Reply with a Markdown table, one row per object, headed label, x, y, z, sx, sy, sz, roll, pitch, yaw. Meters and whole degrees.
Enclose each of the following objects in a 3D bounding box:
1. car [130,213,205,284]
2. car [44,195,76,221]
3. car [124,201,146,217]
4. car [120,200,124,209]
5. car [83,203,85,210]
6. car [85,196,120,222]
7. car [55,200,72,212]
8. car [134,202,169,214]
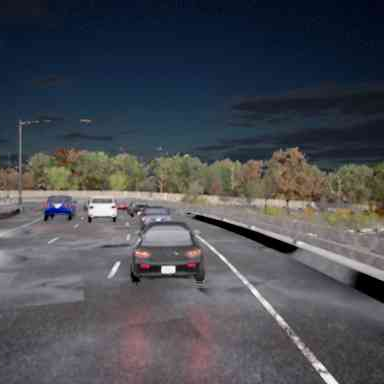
| label | x | y | z | sx | sy | sz | roll | pitch | yaw |
| --- | --- | --- | --- | --- | --- | --- | --- | --- | --- |
| car | -0.708 | 1.559 | 9.638 | 1.812 | 1.442 | 4.674 | 0 | 0 | -5 |
| car | -11.355 | 1.323 | 28.810 | 2.150 | 2.045 | 5.566 | 0 | -1 | -16 |
| car | -5.232 | 1.617 | 32.532 | 1.837 | 1.490 | 4.892 | 0 | -1 | -17 |
| car | -9.783 | 1.723 | 44.577 | 1.994 | 1.385 | 4.181 | 0 | 0 | -23 |
| car | -13.257 | 1.709 | 43.890 | 2.033 | 1.411 | 5.357 | 0 | 0 | -24 |
| car | -7.447 | 1.325 | 27.711 | 2.150 | 2.045 | 5.566 | 0 | 0 | -15 |
| car | -16.691 | 1.764 | 42.959 | 1.895 | 1.301 | 4.718 | 0 | 0 | -23 |
| car | -2.377 | 1.619 | 21.098 | 2.033 | 1.411 | 5.357 | 0 | 0 | -12 |
